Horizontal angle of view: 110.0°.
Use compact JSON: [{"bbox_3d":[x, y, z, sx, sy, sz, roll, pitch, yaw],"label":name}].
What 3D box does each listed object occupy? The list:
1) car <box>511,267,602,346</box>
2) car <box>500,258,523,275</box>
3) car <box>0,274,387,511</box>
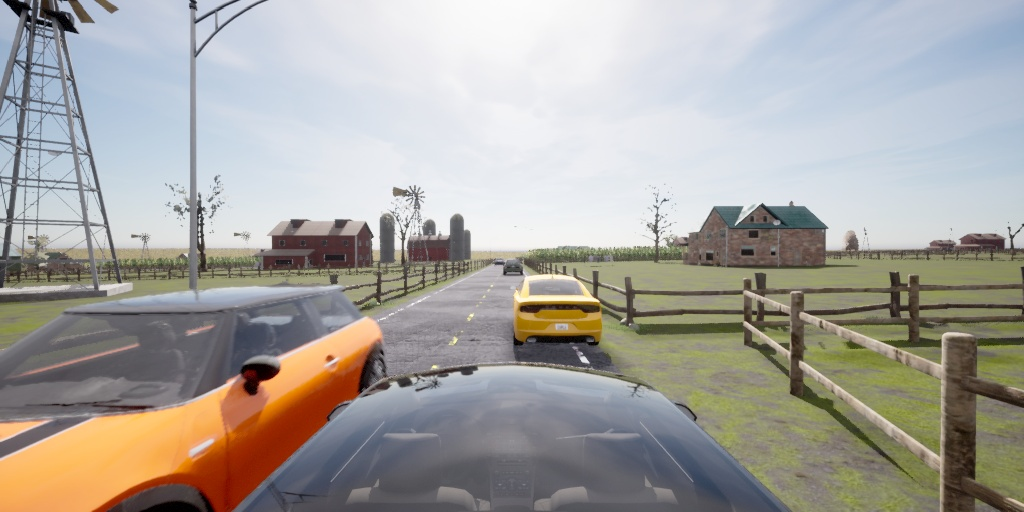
[{"bbox_3d":[0.974,1.226,9.472,1.882,1.535,5.008,0,0,0],"label":"car"},{"bbox_3d":[0.128,1.110,39.337,2.097,1.767,4.553,0,0,0],"label":"car"},{"bbox_3d":[-2.747,1.101,2.960,2.097,1.767,4.553,0,0,0],"label":"car"}]
